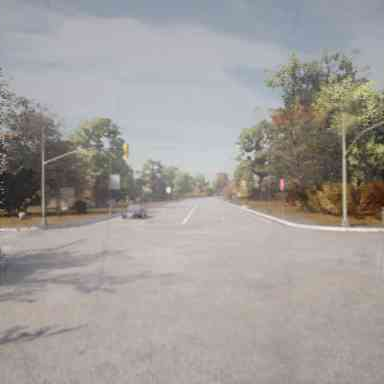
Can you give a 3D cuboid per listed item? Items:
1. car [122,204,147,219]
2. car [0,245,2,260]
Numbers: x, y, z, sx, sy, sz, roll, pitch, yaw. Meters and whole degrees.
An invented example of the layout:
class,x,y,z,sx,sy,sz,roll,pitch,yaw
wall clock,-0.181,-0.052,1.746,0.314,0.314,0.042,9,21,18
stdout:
class,x,y,z,sx,sy,sz,roll,pitch,yaw
car,-5.726,1.950,33.630,1.812,1.442,4.674,-1,0,2
car,-6.643,1.680,8.175,1.812,1.442,4.674,-1,-1,2
